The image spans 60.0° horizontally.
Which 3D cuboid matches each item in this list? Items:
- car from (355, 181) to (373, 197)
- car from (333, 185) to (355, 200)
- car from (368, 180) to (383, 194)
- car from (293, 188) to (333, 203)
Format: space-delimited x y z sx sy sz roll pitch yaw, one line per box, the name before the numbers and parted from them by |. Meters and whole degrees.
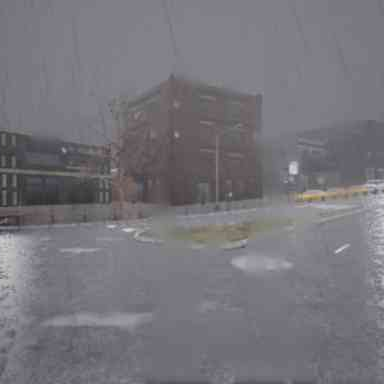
car | 23.053 -0.201 47.017 5.366 1.575 1.946 -4 2 -38
car | 18.721 0.118 43.602 5.366 1.575 1.946 -4 2 -38
car | 27.596 -0.784 50.598 5.566 2.045 2.435 -4 2 -38
car | 14.385 0.439 40.197 5.366 1.575 1.946 -4 2 -38
